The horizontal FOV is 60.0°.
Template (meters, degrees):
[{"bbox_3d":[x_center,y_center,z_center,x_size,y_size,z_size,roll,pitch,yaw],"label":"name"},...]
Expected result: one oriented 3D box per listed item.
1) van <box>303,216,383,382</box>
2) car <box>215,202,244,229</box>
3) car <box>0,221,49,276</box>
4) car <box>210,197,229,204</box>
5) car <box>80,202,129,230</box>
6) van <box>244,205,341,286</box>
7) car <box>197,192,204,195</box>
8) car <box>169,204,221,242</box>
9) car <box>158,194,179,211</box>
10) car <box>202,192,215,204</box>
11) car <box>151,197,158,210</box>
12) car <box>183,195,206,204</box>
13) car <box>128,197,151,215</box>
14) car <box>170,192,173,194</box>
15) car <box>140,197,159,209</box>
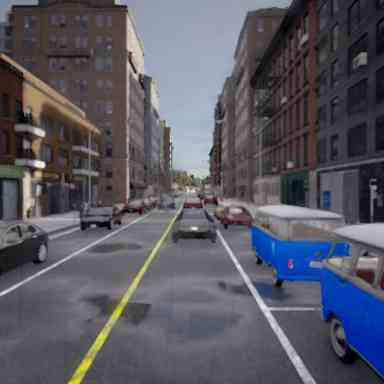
[{"bbox_3d":[2.638,1.324,3.263,1.690,1.788,3.998,0,0,0],"label":"van"},{"bbox_3d":[2.642,1.480,20.311,1.802,1.307,4.206,0,0,0],"label":"car"},{"bbox_3d":[-5.386,1.506,8.948,2.008,1.369,4.403,0,0,0],"label":"car"},{"bbox_3d":[2.644,1.394,26.163,1.752,1.417,4.829,0,0,0],"label":"car"},{"bbox_3d":[-5.383,1.464,20.312,1.947,1.339,4.313,0,0,0],"label":"car"},{"bbox_3d":[2.639,1.296,8.945,1.690,1.788,3.998,0,0,0],"label":"van"},{"bbox_3d":[2.654,0.981,65.767,2.192,1.841,5.009,0,0,0],"label":"car"},{"bbox_3d":[0.097,1.484,15.883,1.994,1.385,4.181,0,0,0],"label":"car"},{"bbox_3d":[-2.834,1.314,38.164,1.837,1.490,4.892,0,0,0],"label":"car"},{"bbox_3d":[2.763,1.225,50.079,1.882,1.535,5.008,0,0,0],"label":"car"},{"bbox_3d":[-5.378,1.363,37.359,2.008,1.369,4.403,0,0,0],"label":"car"},{"bbox_3d":[0.103,1.316,32.134,1.882,1.535,5.008,0,0,0],"label":"car"},{"bbox_3d":[-5.380,1.386,31.677,1.887,1.381,4.507,0,0,0],"label":"car"},{"bbox_3d":[-5.371,1.107,65.769,1.967,1.590,4.097,0,0,0],"label":"car"},{"bbox_3d":[-5.377,1.328,43.041,1.887,1.381,4.507,0,0,0],"label":"car"}]
